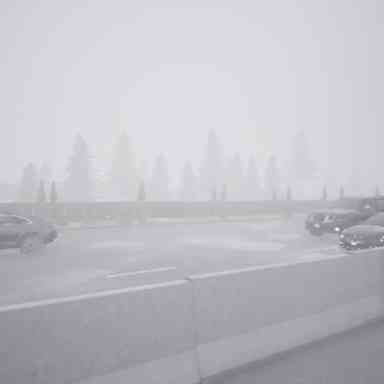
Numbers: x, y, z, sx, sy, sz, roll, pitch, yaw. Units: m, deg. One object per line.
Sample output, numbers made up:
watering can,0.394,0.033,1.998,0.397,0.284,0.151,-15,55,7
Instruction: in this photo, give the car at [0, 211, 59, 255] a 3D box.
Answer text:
car,-7.243,1.432,11.512,4.902,1.511,2.128,0,0,-34

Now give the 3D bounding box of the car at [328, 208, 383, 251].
car,7.615,1.491,12.295,4.892,1.490,1.837,0,0,-27

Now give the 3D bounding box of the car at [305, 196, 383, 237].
car,8.273,1.202,16.566,5.566,2.045,2.150,0,0,-26
